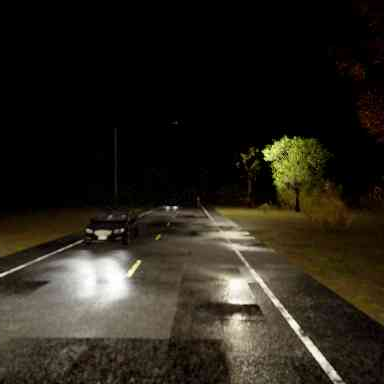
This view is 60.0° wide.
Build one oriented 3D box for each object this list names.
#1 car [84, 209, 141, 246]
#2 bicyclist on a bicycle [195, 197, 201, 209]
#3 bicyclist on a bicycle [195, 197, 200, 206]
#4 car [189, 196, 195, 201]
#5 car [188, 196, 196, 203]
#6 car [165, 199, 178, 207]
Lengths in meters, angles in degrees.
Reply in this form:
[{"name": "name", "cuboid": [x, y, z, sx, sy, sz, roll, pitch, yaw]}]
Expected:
[{"name": "car", "cuboid": [-3.600, 1.574, 15.822, 2.128, 1.511, 4.902, 0, 0, 0]}, {"name": "bicyclist on a bicycle", "cuboid": [0.959, 1.612, 50.071, 0.659, 1.776, 1.843, 0, 0, 0]}, {"name": "bicyclist on a bicycle", "cuboid": [0.955, 1.718, 59.110, 0.866, 1.612, 1.509, 0, -1, 0]}, {"name": "car", "cuboid": [-0.007, 1.787, 92.351, 1.837, 1.490, 4.892, 0, 0, 0]}, {"name": "car", "cuboid": [-0.006, 1.846, 78.245, 1.994, 1.385, 4.181, 0, 0, 0]}, {"name": "car", "cuboid": [-3.551, 1.842, 58.373, 1.994, 1.385, 4.181, 0, 0, 1]}]
